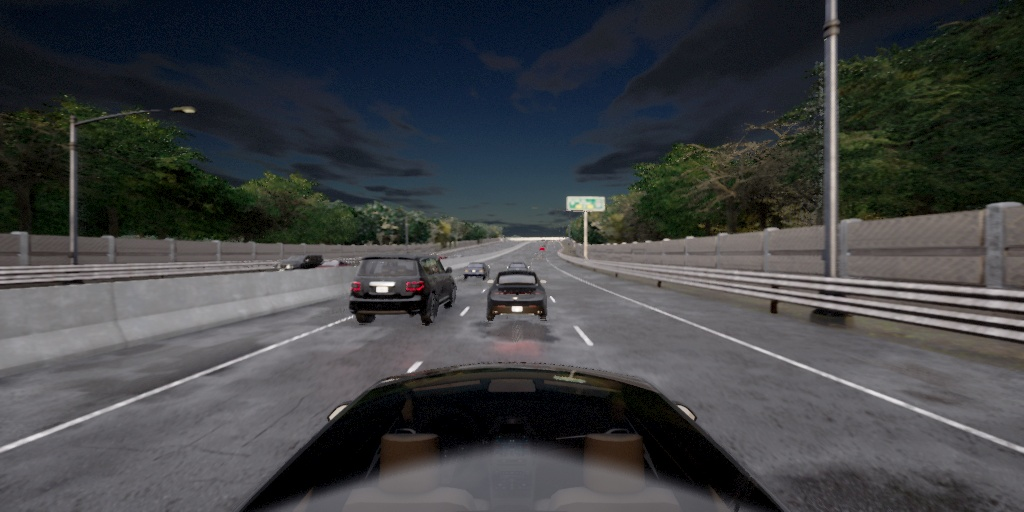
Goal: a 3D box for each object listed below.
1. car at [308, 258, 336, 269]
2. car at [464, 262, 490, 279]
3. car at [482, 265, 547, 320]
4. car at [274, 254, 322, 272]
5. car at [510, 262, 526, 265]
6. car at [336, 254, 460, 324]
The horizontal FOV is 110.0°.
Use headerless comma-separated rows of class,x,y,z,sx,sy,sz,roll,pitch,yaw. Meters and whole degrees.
car,-17.104,1.187,34.434,1.812,1.442,4.674,0,0,2
car,-2.997,1.240,31.175,2.033,1.411,5.357,0,0,1
car,0.171,1.242,12.530,1.837,1.490,4.892,0,0,1
car,-20.590,0.873,35.103,2.150,2.045,5.566,0,1,2
car,0.504,1.242,31.214,2.033,1.411,5.357,0,0,1
car,-3.338,0.957,11.972,2.150,2.045,5.566,0,0,1
